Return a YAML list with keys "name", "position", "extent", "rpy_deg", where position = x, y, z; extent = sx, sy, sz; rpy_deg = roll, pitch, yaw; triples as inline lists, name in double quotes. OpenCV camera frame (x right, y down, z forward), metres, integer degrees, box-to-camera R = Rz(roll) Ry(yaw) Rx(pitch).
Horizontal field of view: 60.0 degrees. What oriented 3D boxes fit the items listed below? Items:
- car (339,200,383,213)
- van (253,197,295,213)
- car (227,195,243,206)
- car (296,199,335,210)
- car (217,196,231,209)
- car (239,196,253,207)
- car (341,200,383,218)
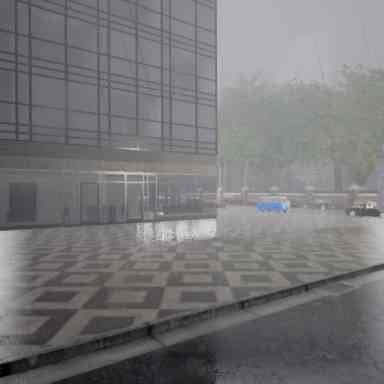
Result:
- name: "car"
  position: [19.503, 1.587, 38.605]
  extent: [1.802, 1.307, 4.206]
  rpy_deg: [-1, 0, -35]
- name: "van"
  position: [9.355, 1.441, 38.193]
  extent: [1.690, 1.788, 3.998]
  rpy_deg: [-1, 0, -35]
- name: "car"
  position: [6.755, 1.399, 56.661]
  extent: [2.192, 1.841, 5.009]
  rpy_deg: [-1, 0, -35]
- name: "car"
  position: [16.317, 1.583, 43.119]
  extent: [2.008, 1.369, 4.403]
  rpy_deg: [-1, 0, -35]
- name: "car"
  position: [2.984, 1.684, 47.222]
  extent: [1.887, 1.381, 4.507]
  rpy_deg: [-1, 0, -35]
- name: "car"
  position: [9.944, 1.654, 52.148]
  extent: [1.802, 1.307, 4.206]
  rpy_deg: [-1, 0, -35]
- name: "car"
  position: [15.730, 1.592, 29.165]
  extent: [2.008, 1.369, 4.403]
  rpy_deg: [-1, 0, -35]
